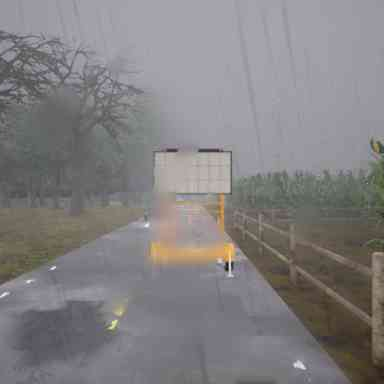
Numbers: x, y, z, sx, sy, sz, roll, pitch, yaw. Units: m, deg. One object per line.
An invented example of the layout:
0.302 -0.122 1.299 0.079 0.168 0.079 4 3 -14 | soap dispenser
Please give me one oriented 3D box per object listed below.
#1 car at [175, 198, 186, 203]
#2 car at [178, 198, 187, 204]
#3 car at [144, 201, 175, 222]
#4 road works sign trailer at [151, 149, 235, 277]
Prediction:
-2.604 1.936 67.942 1.882 1.535 5.008 0 -1 0 | car
-2.547 2.501 90.292 2.128 1.511 4.902 0 -2 0 | car
-2.789 1.642 27.900 2.033 1.411 5.357 0 0 0 | car
0.023 0.477 10.272 2.380 3.560 2.880 0 0 0 | road works sign trailer
